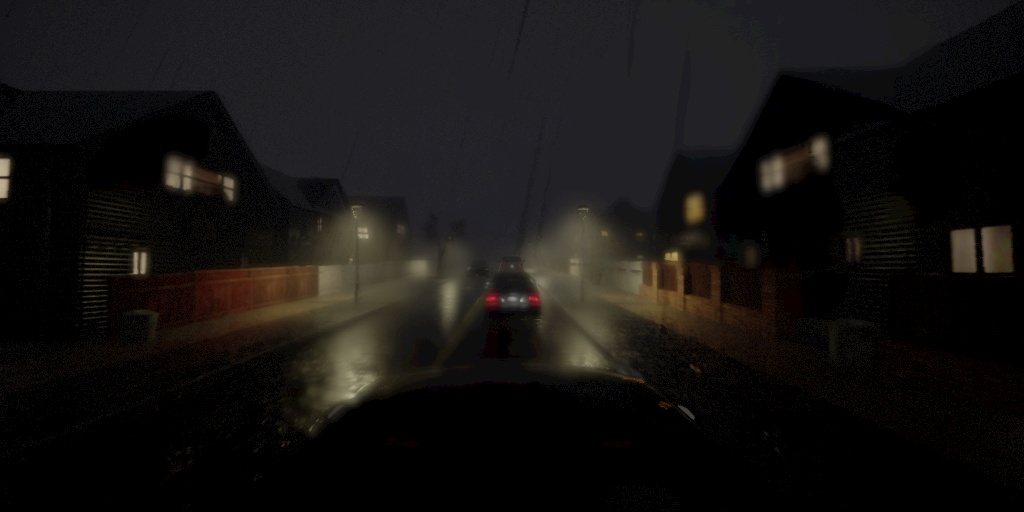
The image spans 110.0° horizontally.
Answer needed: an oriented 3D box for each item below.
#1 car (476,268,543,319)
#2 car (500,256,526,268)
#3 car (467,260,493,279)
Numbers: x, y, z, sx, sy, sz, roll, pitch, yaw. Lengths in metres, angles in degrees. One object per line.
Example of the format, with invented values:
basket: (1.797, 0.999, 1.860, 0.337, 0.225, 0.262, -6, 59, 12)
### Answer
car: (0.078, 1.313, 12.824, 2.033, 1.411, 5.357, 0, 0, 0)
car: (0.087, 1.033, 32.829, 2.150, 2.045, 5.566, 0, 0, 0)
car: (-2.854, 1.164, 33.136, 2.097, 1.767, 4.553, 0, 0, 0)
